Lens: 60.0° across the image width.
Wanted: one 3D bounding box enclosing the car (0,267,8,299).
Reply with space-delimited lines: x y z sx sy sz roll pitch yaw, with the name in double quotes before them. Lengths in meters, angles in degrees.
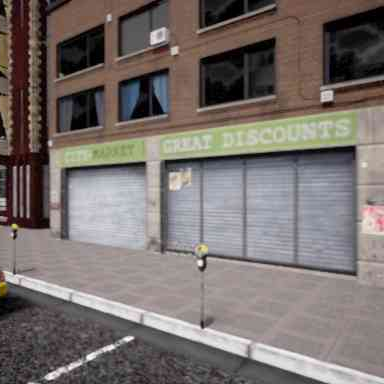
"car" -5.672 1.511 6.920 4.829 1.417 1.752 0 0 35
